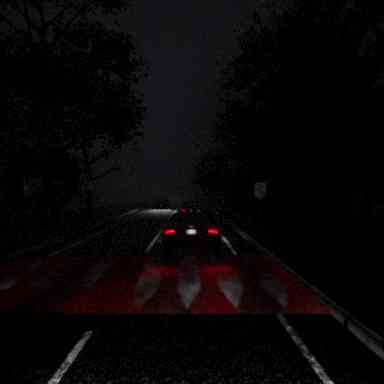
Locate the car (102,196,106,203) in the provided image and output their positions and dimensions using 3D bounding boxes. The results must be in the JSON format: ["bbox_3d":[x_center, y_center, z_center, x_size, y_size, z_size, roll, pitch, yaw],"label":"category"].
[{"bbox_3d":[-23.921,1.899,80.587,4.553,1.767,2.185,0,-2,0],"label":"car"}]

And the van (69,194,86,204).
[{"bbox_3d":[-23.981,1.393,66.626,4.442,1.987,1.878,0,-1,0],"label":"van"}]

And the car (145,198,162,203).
[{"bbox_3d":[-10.963,2.481,94.341,4.674,1.452,2.002,0,-2,0],"label":"car"}]

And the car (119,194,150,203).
[{"bbox_3d":[-10.580,1.546,63.835,5.366,1.575,1.946,0,-1,0],"label":"car"}]

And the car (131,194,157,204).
[{"bbox_3d":[-10.808,1.590,74.927,5.566,2.045,2.435,0,-2,0],"label":"car"}]

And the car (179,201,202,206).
[{"bbox_3d":[-0.097,1.433,27.947,2.033,1.411,5.357,0,0,0],"label":"car"}]

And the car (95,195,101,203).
[{"bbox_3d":[-23.911,1.855,75.045,4.892,1.521,2.231,0,-2,0],"label":"car"}]

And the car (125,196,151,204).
[{"bbox_3d":[-10.789,1.611,66.602,4.892,1.521,2.231,0,-1,0],"label":"car"}]

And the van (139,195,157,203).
[{"bbox_3d":[-11.006,1.873,83.249,4.442,1.987,1.878,0,-2,0],"label":"van"}]

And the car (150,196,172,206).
[{"bbox_3d":[-3.611,1.405,40.382,1.994,1.385,4.181,0,0,0],"label":"car"}]

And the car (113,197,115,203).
[{"bbox_3d":[-23.999,2.282,88.890,4.892,1.521,2.231,0,-2,0],"label":"car"}]

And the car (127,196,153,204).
[{"bbox_3d":[-10.808,1.680,69.373,5.008,1.535,2.097,0,-2,0],"label":"car"}]

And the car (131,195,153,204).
[{"bbox_3d":[-10.850,1.633,72.152,4.553,1.767,2.185,0,-2,0],"label":"car"}]

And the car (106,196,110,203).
[{"bbox_3d":[-23.964,2.106,83.227,5.008,1.535,2.097,0,-2,0],"label":"car"}]

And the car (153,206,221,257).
[{"bbox_3d":[-0.007,1.399,11.779,2.033,1.411,5.357,0,-5,0],"label":"car"}]

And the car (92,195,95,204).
[{"bbox_3d":[-23.910,1.440,69.518,5.566,2.045,2.435,0,-1,0],"label":"car"}]

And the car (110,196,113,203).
[{"bbox_3d":[-23.983,2.195,86.121,5.008,1.535,2.097,0,-2,0],"label":"car"}]
